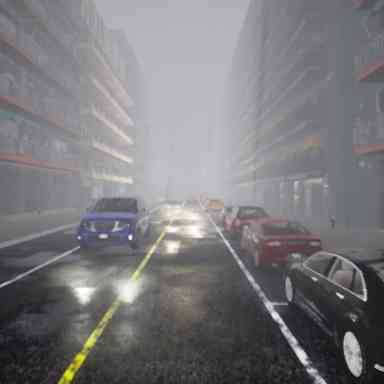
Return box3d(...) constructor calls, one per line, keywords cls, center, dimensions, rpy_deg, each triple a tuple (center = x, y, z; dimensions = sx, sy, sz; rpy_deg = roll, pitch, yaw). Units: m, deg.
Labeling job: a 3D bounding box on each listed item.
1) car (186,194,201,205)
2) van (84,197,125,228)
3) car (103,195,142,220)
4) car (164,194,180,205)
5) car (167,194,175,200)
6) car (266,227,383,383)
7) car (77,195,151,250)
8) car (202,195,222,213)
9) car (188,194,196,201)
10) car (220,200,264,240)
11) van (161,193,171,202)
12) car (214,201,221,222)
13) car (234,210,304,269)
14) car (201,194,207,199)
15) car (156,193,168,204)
box3d(cls="car", center=(0.014, 1.363, 53.723), dimensions=(2.128, 1.511, 4.902), rpy_deg=(0, 0, 0))
box3d(cls="van", center=(-5.685, 1.265, 22.169), dimensions=(1.690, 1.788, 3.998), rpy_deg=(0, 0, 0))
box3d(cls="car", center=(-5.685, 1.227, 27.829), dimensions=(2.192, 1.841, 5.009), rpy_deg=(0, 0, 0))
box3d(cls="car", center=(-3.046, 1.470, 55.004), dimensions=(1.895, 1.301, 4.718), rpy_deg=(0, 0, 1))
box3d(cls="car", center=(-5.672, 1.306, 90.110), dimensions=(1.967, 1.590, 4.097), rpy_deg=(0, 0, 0))
box3d(cls="car", center=(2.692, 1.531, 5.160), dimensions=(2.008, 1.369, 4.403), rpy_deg=(0, 0, 0))
box3d(cls="car", center=(-3.094, 1.168, 14.373), dimensions=(2.150, 2.045, 5.566), rpy_deg=(0, 0, 0))
box3d(cls="car", center=(2.369, 1.376, 35.093), dimensions=(1.882, 1.535, 5.008), rpy_deg=(0, 0, 0))
box3d(cls="car", center=(0.018, 1.256, 73.475), dimensions=(1.812, 1.442, 4.674), rpy_deg=(0, 0, 0))
box3d(cls="car", center=(2.694, 1.381, 16.482), dimensions=(1.967, 1.590, 4.097), rpy_deg=(0, 0, 0))
box3d(cls="van", center=(-5.676, 1.200, 73.125), dimensions=(1.690, 1.788, 3.998), rpy_deg=(0, 0, 0))
box3d(cls="car", center=(2.695, 1.505, 22.146), dimensions=(1.802, 1.307, 4.206), rpy_deg=(0, 0, 0))
box3d(cls="car", center=(2.693, 1.504, 10.823), dimensions=(1.887, 1.381, 4.507), rpy_deg=(0, 0, 0))
box3d(cls="car", center=(2.701, 1.421, 50.453), dimensions=(1.887, 1.381, 4.507), rpy_deg=(0, 0, 0))
box3d(cls="car", center=(-5.678, 1.388, 61.631), dimensions=(1.752, 1.417, 4.829), rpy_deg=(0, 0, 0))
